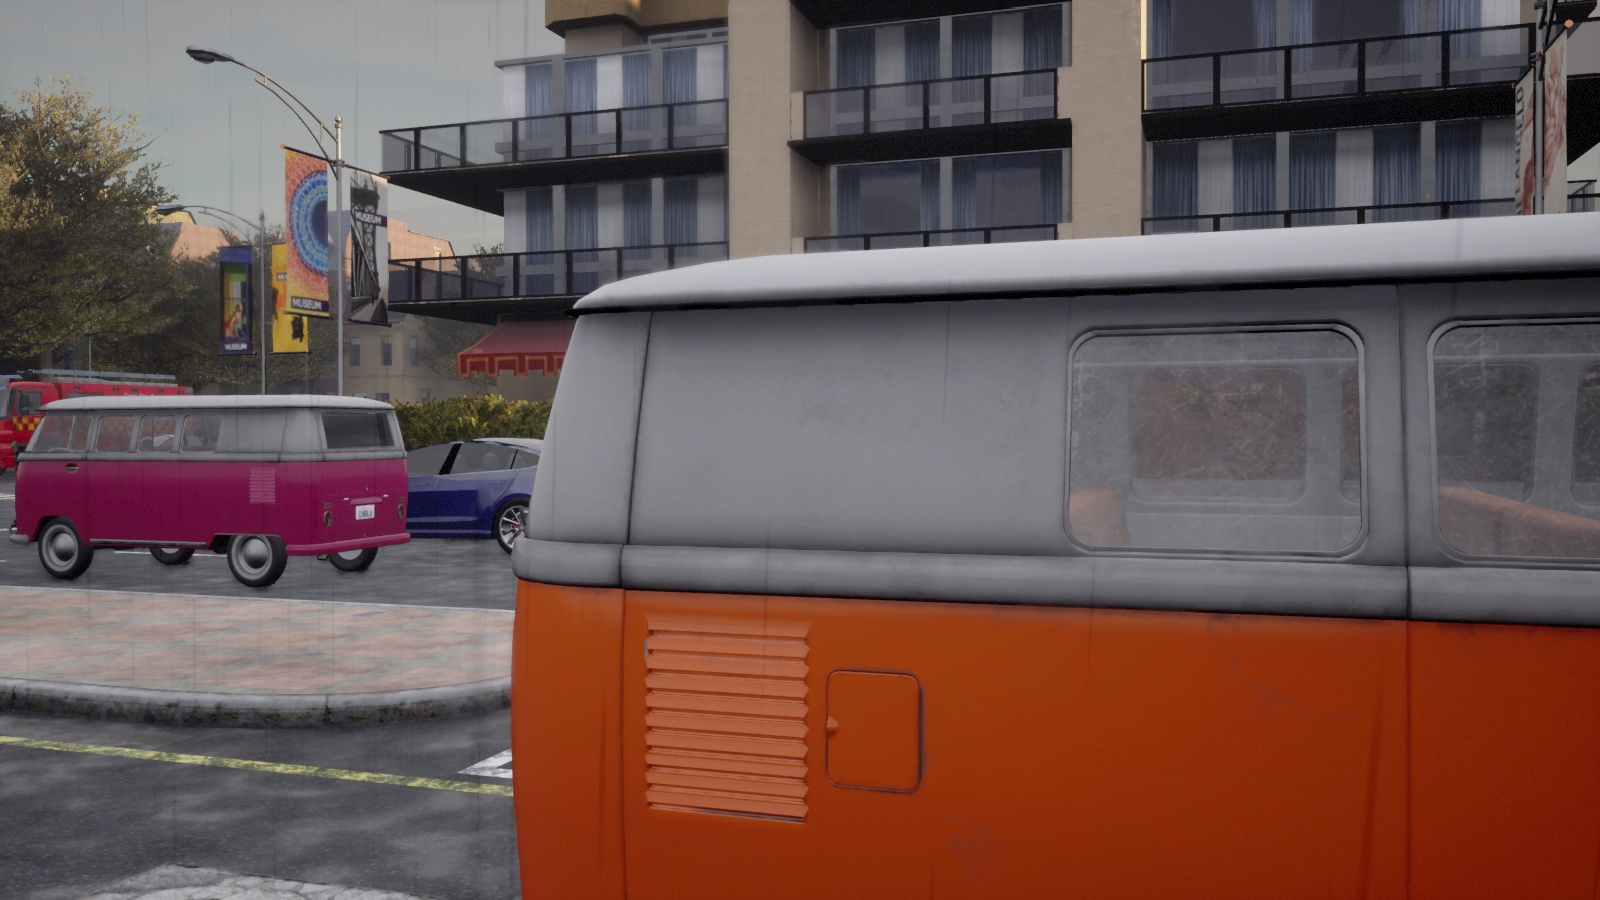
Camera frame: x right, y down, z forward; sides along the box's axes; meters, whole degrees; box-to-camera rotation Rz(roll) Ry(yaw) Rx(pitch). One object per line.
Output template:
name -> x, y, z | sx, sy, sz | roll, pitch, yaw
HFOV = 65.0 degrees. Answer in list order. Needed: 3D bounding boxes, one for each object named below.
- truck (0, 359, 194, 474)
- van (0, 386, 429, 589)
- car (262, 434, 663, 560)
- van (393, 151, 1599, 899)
truck -> -26.770, -1.180, 46.298 | 2.891, 3.827, 8.468 | 1, 1, 18
van -> -6.511, 0.334, 13.820 | 4.442, 1.987, 1.775 | 1, 1, 19
car -> -4.484, 0.540, 16.834 | 4.792, 1.488, 2.163 | 1, 1, 19
van -> 1.570, 0.543, 2.661 | 4.442, 1.987, 1.775 | 1, 1, 19
